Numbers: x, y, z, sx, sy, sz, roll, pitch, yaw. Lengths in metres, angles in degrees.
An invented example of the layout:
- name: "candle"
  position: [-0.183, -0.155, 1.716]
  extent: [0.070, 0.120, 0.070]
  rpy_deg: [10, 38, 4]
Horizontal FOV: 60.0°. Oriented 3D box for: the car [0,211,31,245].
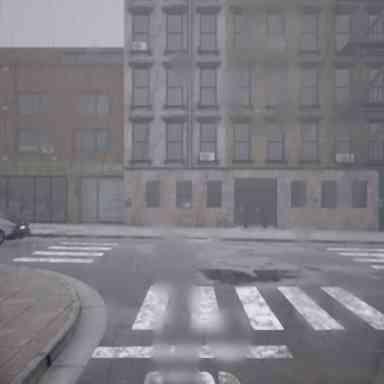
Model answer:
- name: "car"
  position: [-9.121, 1.424, 14.048]
  extent: [4.181, 1.385, 1.994]
  rpy_deg: [1, 0, 0]
